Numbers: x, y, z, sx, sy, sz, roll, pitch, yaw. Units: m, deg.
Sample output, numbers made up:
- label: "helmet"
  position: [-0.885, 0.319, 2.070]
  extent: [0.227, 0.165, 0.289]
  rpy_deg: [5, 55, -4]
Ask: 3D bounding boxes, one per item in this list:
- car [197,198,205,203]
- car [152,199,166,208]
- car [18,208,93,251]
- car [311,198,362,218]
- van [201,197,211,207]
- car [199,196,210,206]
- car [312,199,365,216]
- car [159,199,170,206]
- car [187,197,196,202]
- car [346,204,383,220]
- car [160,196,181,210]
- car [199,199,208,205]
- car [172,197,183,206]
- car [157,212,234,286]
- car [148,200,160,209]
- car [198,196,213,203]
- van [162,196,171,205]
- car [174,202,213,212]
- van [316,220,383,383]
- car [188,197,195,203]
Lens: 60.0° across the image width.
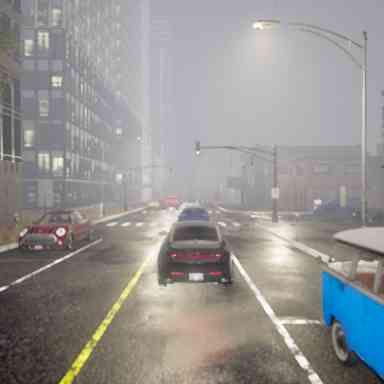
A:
- label: "car"
  position: [2.544, 2.258, 91.787]
  extent: [2.008, 1.369, 4.403]
  rpy_deg: [-1, 0, 0]
- label: "car"
  position: [-5.754, 2.011, 57.966]
  extent: [1.947, 1.339, 4.313]
  rpy_deg: [-1, 0, 0]
- label: "car"
  position: [-5.725, 1.551, 14.377]
  extent: [1.967, 1.590, 4.097]
  rpy_deg: [-1, 0, 0]
- label: "car"
  position: [15.498, 1.627, 35.072]
  extent: [5.566, 2.045, 2.150]
  rpy_deg: [1, 0, 1]
- label: "van"
  position: [2.582, 1.829, 63.569]
  extent: [1.690, 1.788, 3.998]
  rpy_deg: [-1, 0, 0]
- label: "car"
  position: [2.573, 1.847, 69.213]
  extent: [2.192, 1.841, 5.009]
  rpy_deg: [-1, 0, 0]
- label: "car"
  position: [16.471, 1.709, 37.657]
  extent: [5.009, 1.841, 2.192]
  rpy_deg: [1, 0, 1]
- label: "car"
  position: [-5.770, 2.099, 69.254]
  extent: [1.947, 1.339, 4.313]
  rpy_deg: [-1, 0, 0]
- label: "car"
  position: [-0.116, 2.106, 78.849]
  extent: [1.837, 1.490, 4.892]
  rpy_deg: [0, 0, 0]
- label: "car"
  position: [16.374, 2.025, 29.277]
  extent: [4.313, 1.339, 1.947]
  rpy_deg: [1, 0, 1]
- label: "car"
  position: [-3.176, 1.607, 50.219]
  extent: [2.150, 2.045, 5.566]
  rpy_deg: [0, 0, 0]
- label: "car"
  position: [2.569, 2.157, 74.855]
  extent: [1.802, 1.307, 4.206]
  rpy_deg: [-1, 0, 0]
- label: "car"
  position: [-3.101, 1.893, 69.904]
  extent: [2.097, 1.767, 4.553]
  rpy_deg: [0, 0, 0]
- label: "car"
  position: [0.083, 1.581, 9.620]
  extent: [1.837, 1.490, 4.892]
  rpy_deg: [0, 0, 0]
- label: "car"
  position: [-5.916, 1.926, 52.152]
  extent: [1.752, 1.417, 4.829]
  rpy_deg: [-1, 0, 0]
- label: "car"
  position: [2.592, 1.885, 57.925]
  extent: [1.967, 1.590, 4.097]
  rpy_deg: [-1, 0, 0]
- label: "van"
  position: [-5.782, 1.918, 74.900]
  extent: [1.690, 1.788, 3.998]
  rpy_deg: [-1, 0, 0]
- label: "car"
  position: [0.222, 1.637, 20.737]
  extent: [1.882, 1.535, 5.008]
  rpy_deg: [0, -1, 3]
- label: "van"
  position: [2.670, 1.367, 3.306]
  extent: [1.690, 1.788, 3.998]
  rpy_deg: [-1, 0, 0]
- label: "car"
  position: [-0.131, 2.149, 89.263]
  extent: [2.033, 1.411, 5.357]
  rpy_deg: [0, 0, 0]
